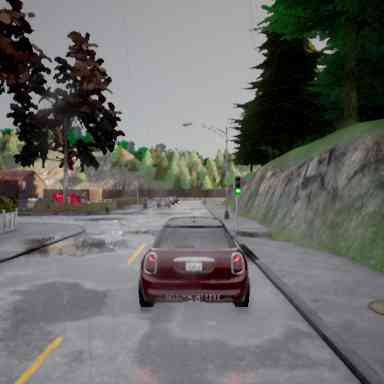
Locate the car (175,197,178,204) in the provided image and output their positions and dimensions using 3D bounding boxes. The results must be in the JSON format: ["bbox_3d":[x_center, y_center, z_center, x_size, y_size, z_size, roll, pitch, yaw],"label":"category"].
[{"bbox_3d":[-4.040,1.624,59.056,1.812,1.442,4.674,0,0,0],"label":"car"}]

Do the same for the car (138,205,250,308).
[{"bbox_3d":[0.060,1.365,8.093,2.097,1.767,4.553,0,0,1],"label":"car"}]

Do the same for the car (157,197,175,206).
[{"bbox_3d":[-4.067,1.573,49.026,2.128,1.511,4.902,0,0,0],"label":"car"}]

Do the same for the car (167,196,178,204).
[{"bbox_3d":[-3.959,1.663,69.435,2.033,1.411,5.357,0,0,0],"label":"car"}]
